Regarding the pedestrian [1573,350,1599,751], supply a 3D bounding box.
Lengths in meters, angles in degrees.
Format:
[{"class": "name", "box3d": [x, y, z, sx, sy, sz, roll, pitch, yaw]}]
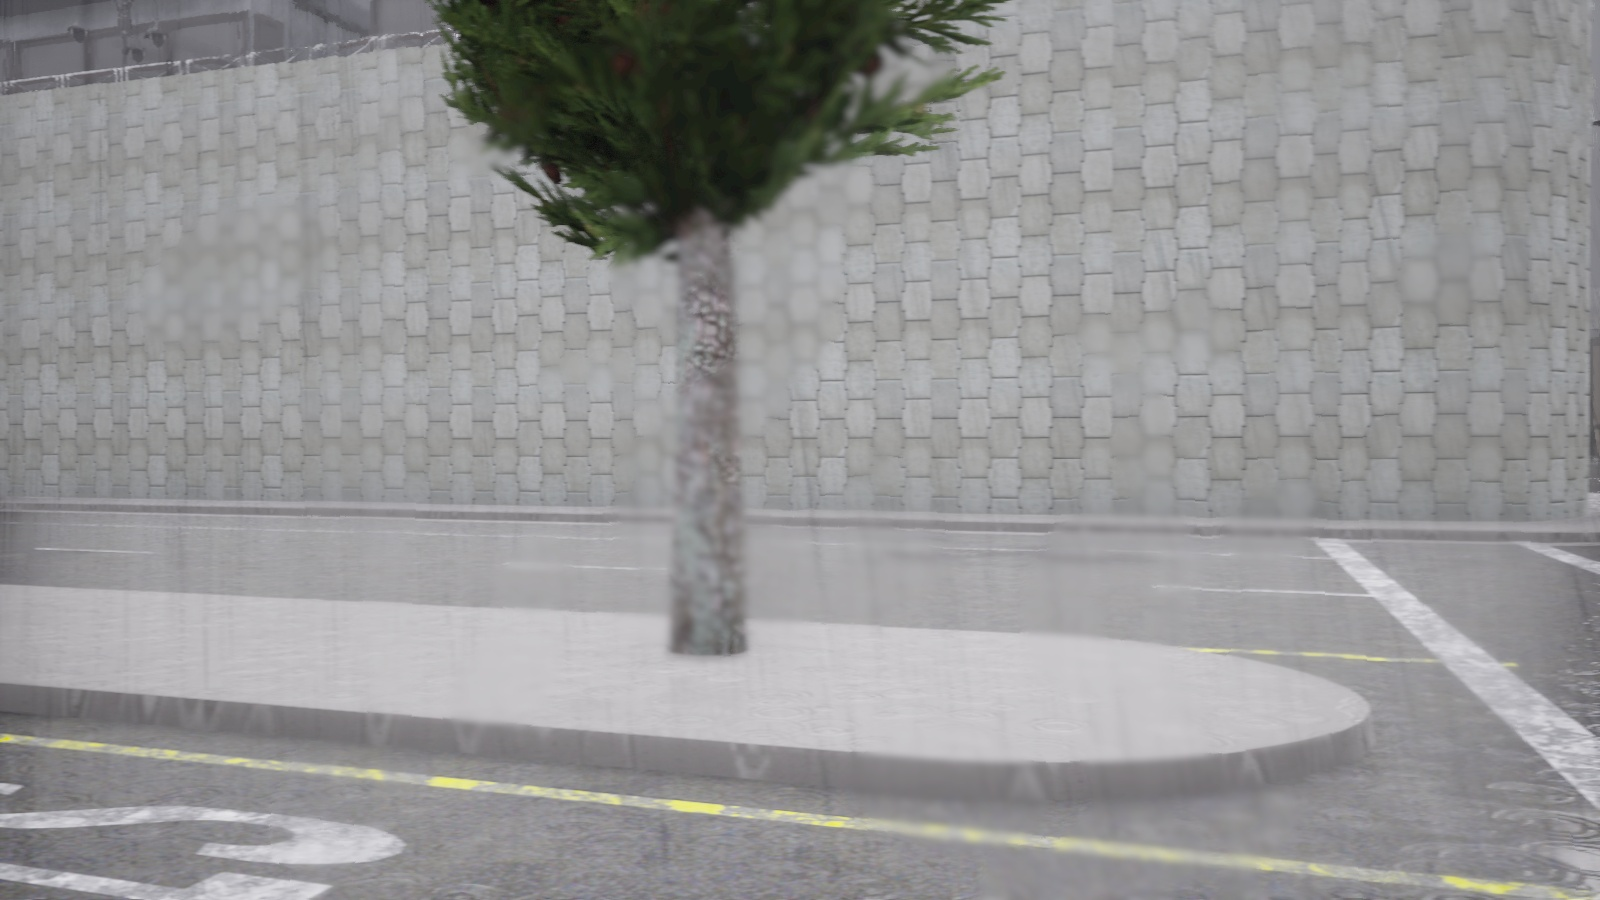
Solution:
[{"class": "pedestrian", "box3d": [4.255, 0.494, 5.876, 0.659, 1.952, 0.873, 0, 1, -9]}]
